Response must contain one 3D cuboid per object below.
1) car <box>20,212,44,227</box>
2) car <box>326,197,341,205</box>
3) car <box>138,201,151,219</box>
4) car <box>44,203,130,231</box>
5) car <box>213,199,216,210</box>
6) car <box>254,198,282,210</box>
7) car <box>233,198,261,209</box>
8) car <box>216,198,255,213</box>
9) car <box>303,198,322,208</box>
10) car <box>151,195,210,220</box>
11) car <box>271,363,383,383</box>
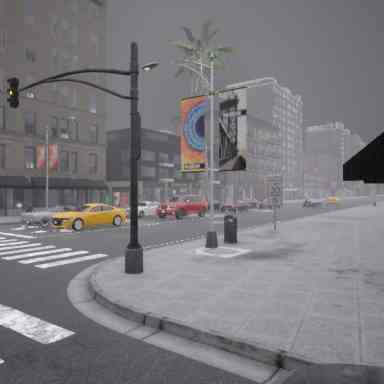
[{"bbox_3d":[-9.240,1.615,23.047,1.895,1.301,4.718,0,0,35],"label":"car"},{"bbox_3d":[26.379,1.624,61.953,1.882,1.535,5.008,0,0,35],"label":"car"},{"bbox_3d":[-4.147,1.555,30.262,1.812,1.442,4.674,0,0,35],"label":"car"},{"bbox_3d":[-6.476,1.497,21.308,1.882,1.535,5.008,0,0,35],"label":"car"},{"bbox_3d":[1.759,1.527,38.644,1.882,1.535,5.008,0,0,35],"label":"car"},{"bbox_3d":[10.851,1.585,45.823,1.837,1.490,4.892,0,0,36],"label":"car"},{"bbox_3d":[7.803,1.579,47.106,1.837,1.490,4.892,0,0,37],"label":"car"},{"bbox_3d":[5.009,1.657,37.610,1.895,1.301,4.718,0,0,35],"label":"car"},{"bbox_3d":[18.186,1.631,50.330,1.812,1.442,4.674,0,0,35],"label":"car"},{"bbox_3d":[-0.754,1.257,29.442,2.150,2.045,5.566,0,0,35],"label":"car"},{"bbox_3d":[2.226,1.551,1.260,4.403,1.369,2.008,0,0,35],"label":"car"}]
